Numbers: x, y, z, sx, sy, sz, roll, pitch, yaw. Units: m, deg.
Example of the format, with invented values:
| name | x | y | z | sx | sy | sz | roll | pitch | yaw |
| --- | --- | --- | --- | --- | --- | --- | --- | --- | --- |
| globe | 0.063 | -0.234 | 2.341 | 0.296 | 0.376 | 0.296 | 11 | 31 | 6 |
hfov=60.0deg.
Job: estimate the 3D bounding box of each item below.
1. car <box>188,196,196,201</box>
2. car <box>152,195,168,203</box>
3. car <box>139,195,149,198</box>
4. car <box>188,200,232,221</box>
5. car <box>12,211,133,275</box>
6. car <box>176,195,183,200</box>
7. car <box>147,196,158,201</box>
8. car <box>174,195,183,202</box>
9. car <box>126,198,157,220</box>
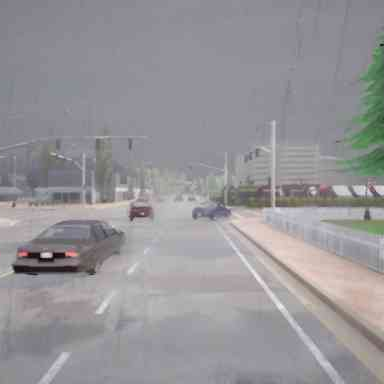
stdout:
| name | x | y | z | sx | sy | sz | roll | pitch | yaw |
| --- | --- | --- | --- | --- | --- | --- | --- | --- | --- |
| car | -0.029 | 1.717 | 84.522 | 2.128 | 1.511 | 4.902 | 0 | 0 | 0 |
| car | -7.025 | 1.528 | 73.292 | 2.097 | 1.767 | 4.553 | 0 | 0 | 0 |
| car | -10.525 | 1.528 | 73.285 | 2.097 | 1.767 | 4.553 | 0 | 0 | 0 |
| car | 1.702 | 1.592 | 27.972 | 1.812 | 1.442 | 4.674 | -1 | 0 | 29 |
| car | -3.476 | 1.573 | 10.501 | 2.033 | 1.411 | 5.357 | 0 | 0 | 1 |
| car | -3.532 | 1.649 | 94.794 | 1.994 | 1.385 | 4.181 | 0 | 0 | 0 |
| car | -10.530 | 1.719 | 88.913 | 2.128 | 1.511 | 4.902 | 0 | 0 | 0 |
| car | -3.529 | 1.731 | 84.521 | 2.033 | 1.411 | 5.357 | 0 | 0 | 0 |
| car | -4.553 | 1.545 | 28.699 | 1.882 | 1.535 | 5.008 | 0 | 0 | -15 |
